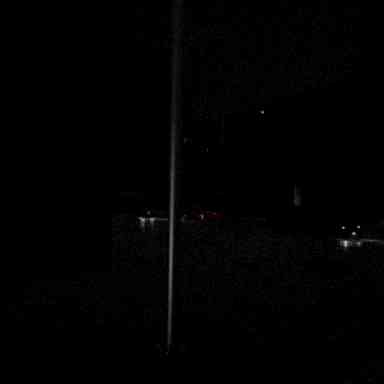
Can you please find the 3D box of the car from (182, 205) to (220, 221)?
[{"bbox_3d":[0.857,1.923,31.287,1.994,1.385,4.181,1,-2,-35],"label":"car"}]

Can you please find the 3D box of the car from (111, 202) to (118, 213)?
[{"bbox_3d":[-10.414,2.186,47.229,1.837,1.490,4.892,1,-2,-35],"label":"car"}]

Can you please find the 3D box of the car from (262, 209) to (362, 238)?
[{"bbox_3d":[6.367,1.661,18.389,2.033,1.411,5.357,1,-1,-35],"label":"car"}]

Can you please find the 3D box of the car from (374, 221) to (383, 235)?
[{"bbox_3d":[11.583,1.721,16.119,1.895,1.301,4.718,1,-1,-35],"label":"car"}]

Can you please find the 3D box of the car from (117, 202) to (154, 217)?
[{"bbox_3d":[-5.771,1.908,35.579,2.128,1.511,4.902,1,-2,-35],"label":"car"}]
